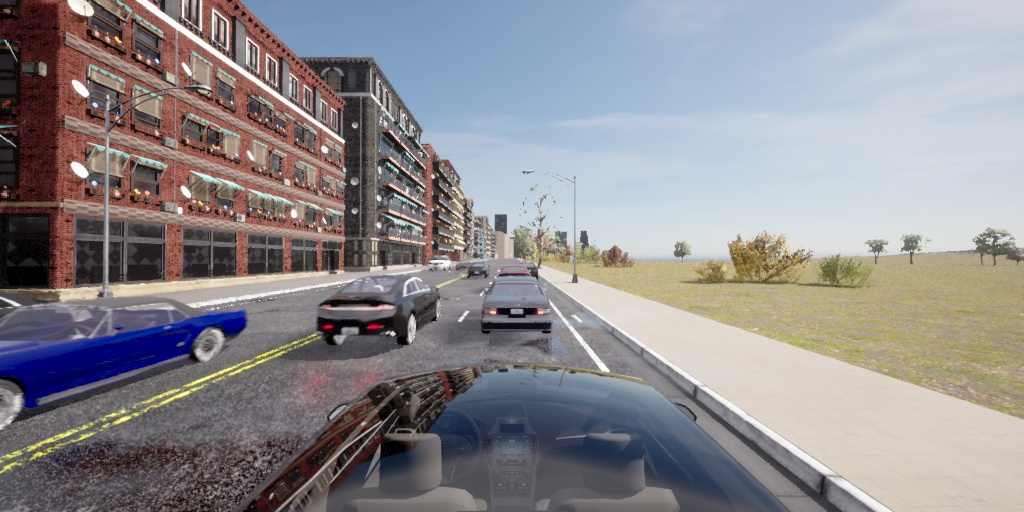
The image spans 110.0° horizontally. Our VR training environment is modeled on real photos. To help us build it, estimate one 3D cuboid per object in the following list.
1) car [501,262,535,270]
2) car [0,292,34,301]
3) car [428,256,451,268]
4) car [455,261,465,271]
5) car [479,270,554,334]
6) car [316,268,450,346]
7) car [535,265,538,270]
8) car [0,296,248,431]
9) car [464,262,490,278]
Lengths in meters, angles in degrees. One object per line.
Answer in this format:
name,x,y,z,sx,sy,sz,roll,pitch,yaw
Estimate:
car,0.142,1.231,21.159,1.882,1.535,5.008,0,0,0
car,-9.845,1.255,5.178,1.837,1.490,4.892,0,0,0
car,-9.750,0.975,48.634,2.150,2.045,5.566,0,0,0
car,-6.500,1.317,48.808,1.994,1.385,4.181,0,0,0
car,0.117,1.299,10.619,2.033,1.411,5.357,0,0,0
car,-3.137,1.242,9.387,2.128,1.511,4.902,0,0,0
car,1.197,1.232,30.597,1.882,1.535,5.008,0,0,0
car,-6.594,1.351,5.414,1.895,1.301,4.718,0,0,0
car,-3.081,1.279,33.970,1.812,1.442,4.674,0,0,0
